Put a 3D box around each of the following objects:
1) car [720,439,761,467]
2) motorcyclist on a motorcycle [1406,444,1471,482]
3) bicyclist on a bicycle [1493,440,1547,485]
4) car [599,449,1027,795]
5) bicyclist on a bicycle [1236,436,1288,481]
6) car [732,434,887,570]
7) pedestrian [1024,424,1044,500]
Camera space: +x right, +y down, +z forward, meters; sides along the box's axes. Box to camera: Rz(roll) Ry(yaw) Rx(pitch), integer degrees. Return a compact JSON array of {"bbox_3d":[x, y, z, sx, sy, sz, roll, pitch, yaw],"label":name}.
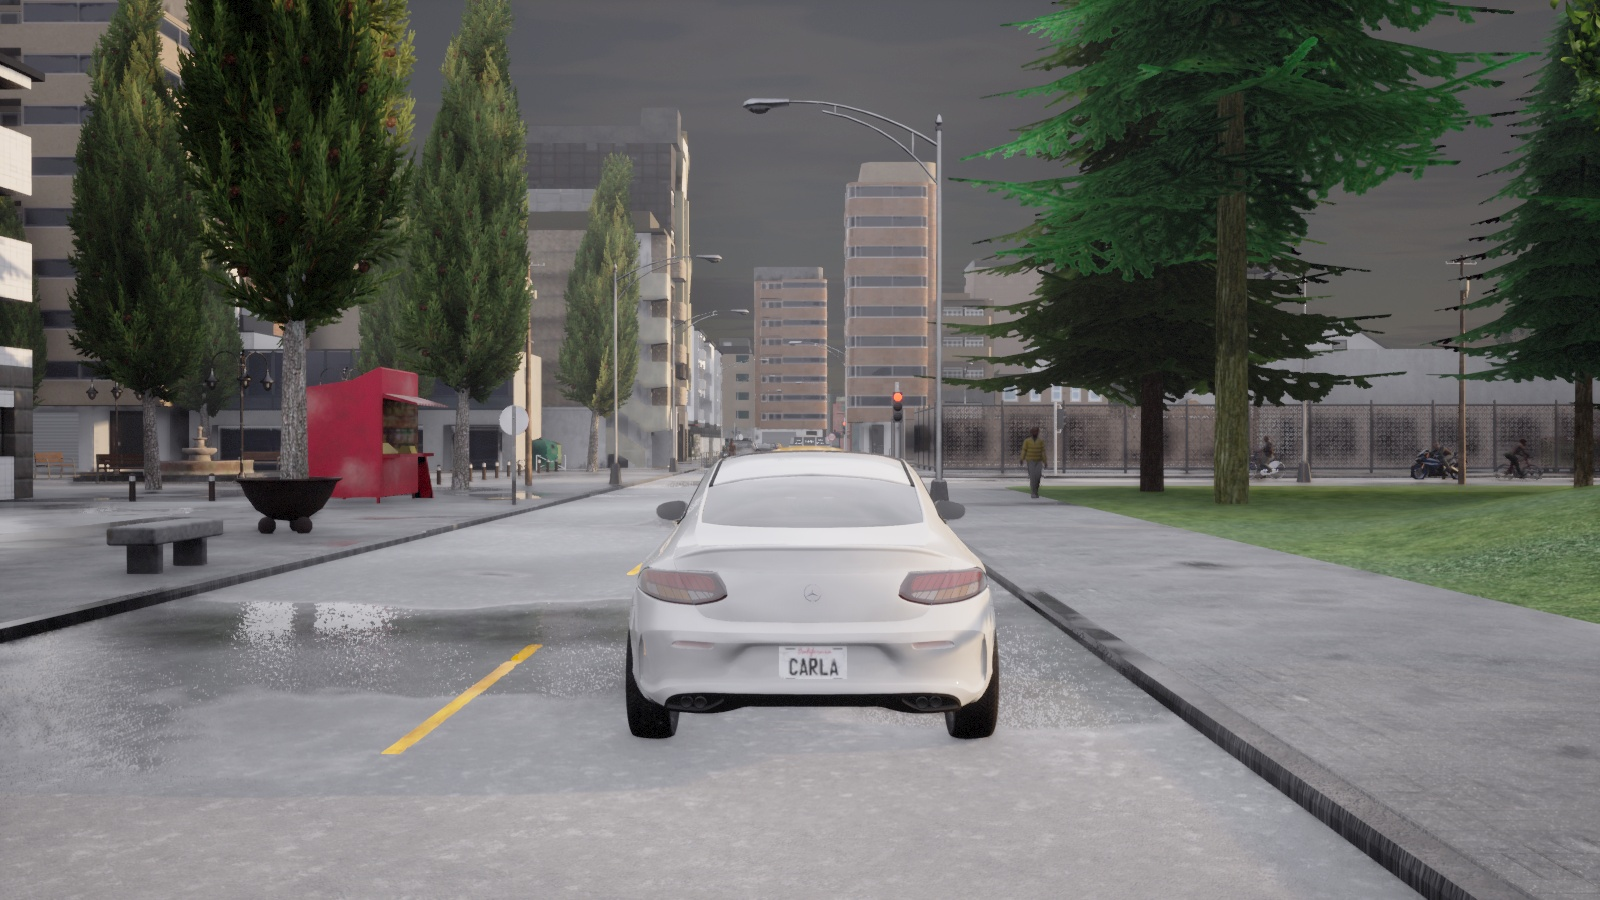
[{"bbox_3d":[-3.567,0.159,75.964,2.242,1.667,4.611,0,0,0],"label":"car"},{"bbox_3d":[25.661,0.517,50.500,2.191,1.530,0.866,0,0,0],"label":"motorcyclist on a motorcycle"},{"bbox_3d":[26.641,0.459,46.494,1.656,1.620,0.582,1,0,0],"label":"bicyclist on a bicycle"},{"bbox_3d":[0.067,0.729,7.659,1.812,1.442,4.674,0,0,0],"label":"car"},{"bbox_3d":[18.591,0.347,50.540,1.843,1.776,0.659,0,0,0],"label":"bicyclist on a bicycle"},{"bbox_3d":[0.130,0.588,17.254,1.801,1.575,5.366,0,0,0],"label":"car"},{"bbox_3d":[5.752,0.287,30.869,0.370,1.835,0.726,0,0,1],"label":"pedestrian"}]
